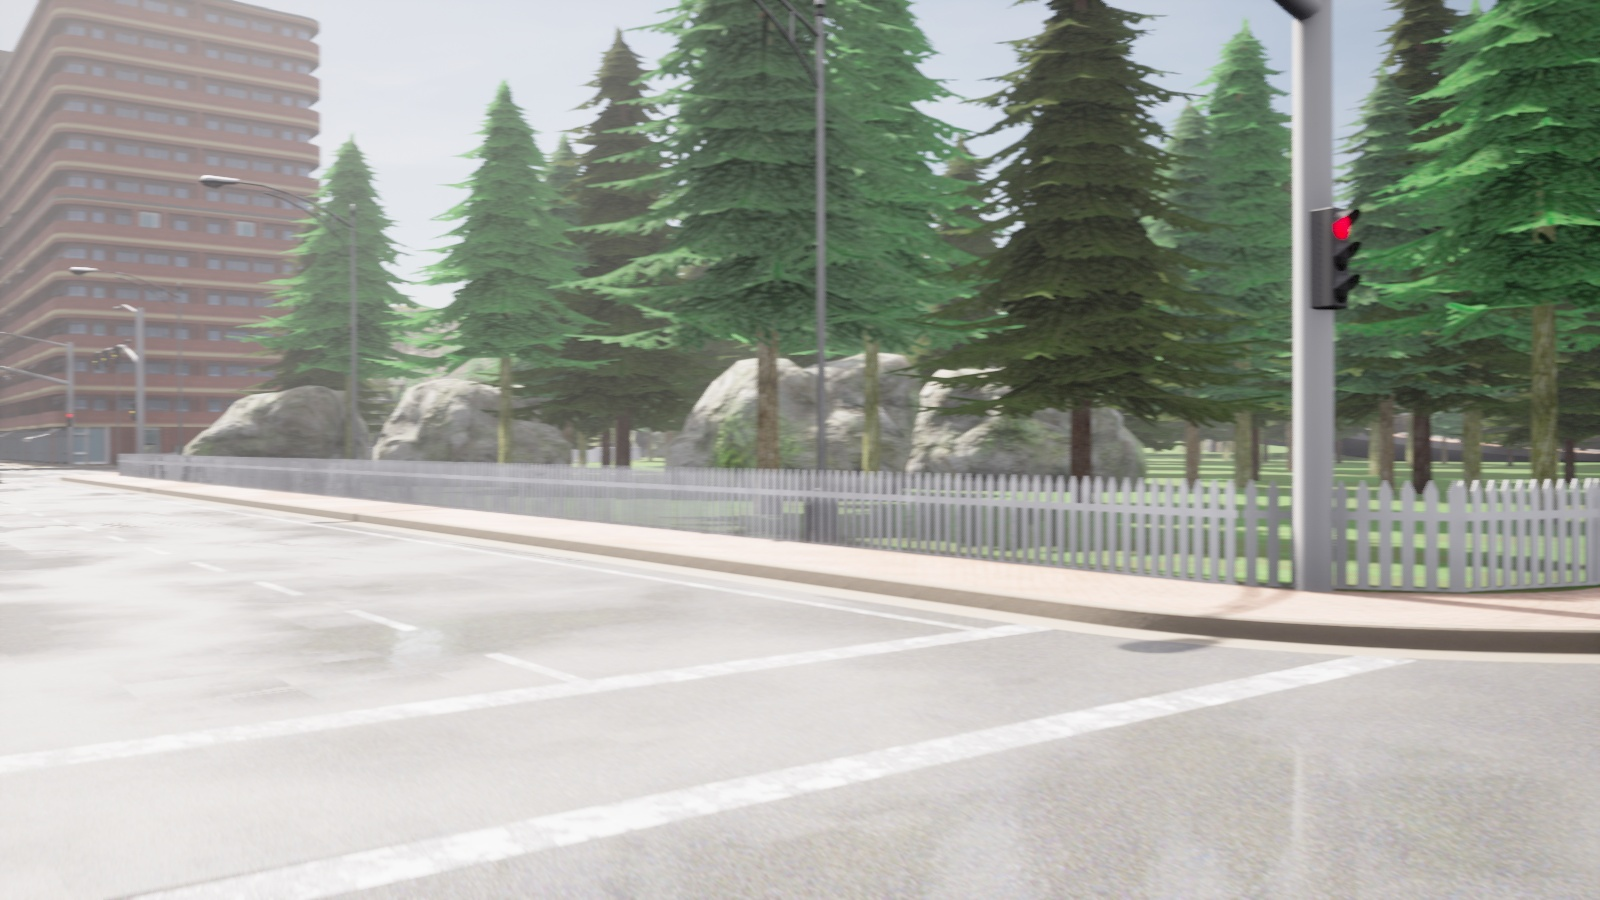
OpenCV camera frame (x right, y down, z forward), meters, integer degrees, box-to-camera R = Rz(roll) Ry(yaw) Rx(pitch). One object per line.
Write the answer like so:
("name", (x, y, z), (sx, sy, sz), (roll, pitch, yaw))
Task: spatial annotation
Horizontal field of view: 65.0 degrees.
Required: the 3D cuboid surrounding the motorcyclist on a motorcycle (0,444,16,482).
("motorcyclist on a motorcycle", (-32.293, 0.514, 50.772), (0.797, 1.523, 2.044), (0, 0, -38))
